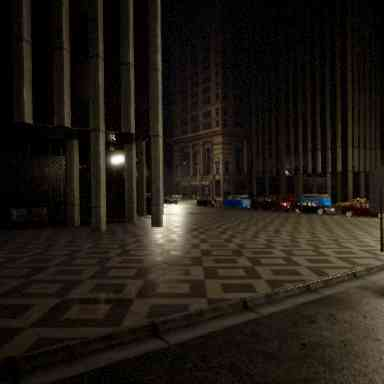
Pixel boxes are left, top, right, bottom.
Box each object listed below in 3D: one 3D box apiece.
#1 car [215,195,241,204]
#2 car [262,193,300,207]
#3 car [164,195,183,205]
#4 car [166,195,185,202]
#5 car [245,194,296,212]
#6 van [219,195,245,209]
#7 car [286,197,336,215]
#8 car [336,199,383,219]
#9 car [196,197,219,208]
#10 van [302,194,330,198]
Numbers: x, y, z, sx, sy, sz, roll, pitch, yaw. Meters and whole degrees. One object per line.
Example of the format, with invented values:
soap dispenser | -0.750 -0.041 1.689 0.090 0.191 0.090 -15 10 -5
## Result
car | 6.047 1.296 56.442 1.752 1.417 4.829 -1 1 -36
car | 12.602 1.130 47.335 2.192 1.841 5.009 -1 1 -36
car | -4.017 1.438 55.810 2.008 1.369 4.403 -1 1 -36
car | -3.539 1.257 69.755 2.008 1.369 4.403 -1 1 -36
car | 8.903 1.290 37.877 2.192 1.841 5.009 -1 1 -36
van | 5.672 1.294 42.361 1.690 1.788 3.998 -1 1 -36
car | 12.135 1.549 33.397 2.008 1.369 4.403 -1 1 -36
car | 15.366 1.566 28.915 1.887 1.381 4.507 -1 1 -36
car | 2.443 1.371 46.843 1.967 1.590 4.097 -1 1 -36
van | 15.831 1.178 42.852 1.690 1.788 3.998 -1 1 -36
